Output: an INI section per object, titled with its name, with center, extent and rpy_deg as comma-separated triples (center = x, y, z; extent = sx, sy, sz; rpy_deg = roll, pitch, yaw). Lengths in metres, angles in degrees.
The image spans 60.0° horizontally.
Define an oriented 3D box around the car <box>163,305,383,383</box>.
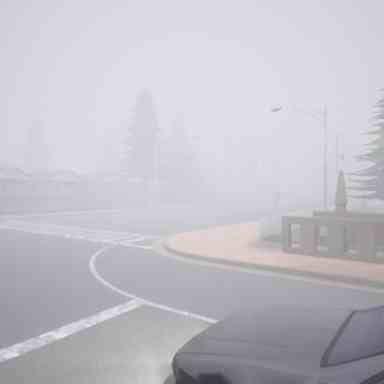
[car]
center = 2.342, 1.548, 2.303
extent = 5.357, 1.411, 2.033
rpy_deg = 0, 0, 36
